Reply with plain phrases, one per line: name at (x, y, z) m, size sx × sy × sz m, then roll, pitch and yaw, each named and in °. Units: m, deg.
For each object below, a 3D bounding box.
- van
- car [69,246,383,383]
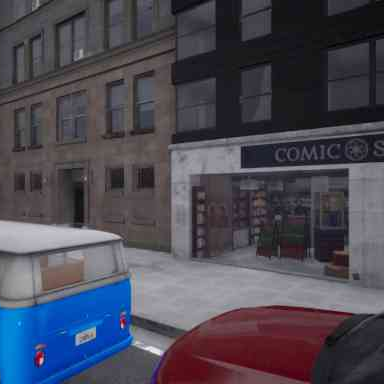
van at (-2.665, 1.341, 4.718) m, size 3.998 × 1.788 × 1.690 m, roll 0°, pitch 0°, yaw 36°
car at (1.955, 1.315, 1.415) m, size 5.009 × 1.841 × 2.192 m, roll 0°, pitch 0°, yaw 36°
